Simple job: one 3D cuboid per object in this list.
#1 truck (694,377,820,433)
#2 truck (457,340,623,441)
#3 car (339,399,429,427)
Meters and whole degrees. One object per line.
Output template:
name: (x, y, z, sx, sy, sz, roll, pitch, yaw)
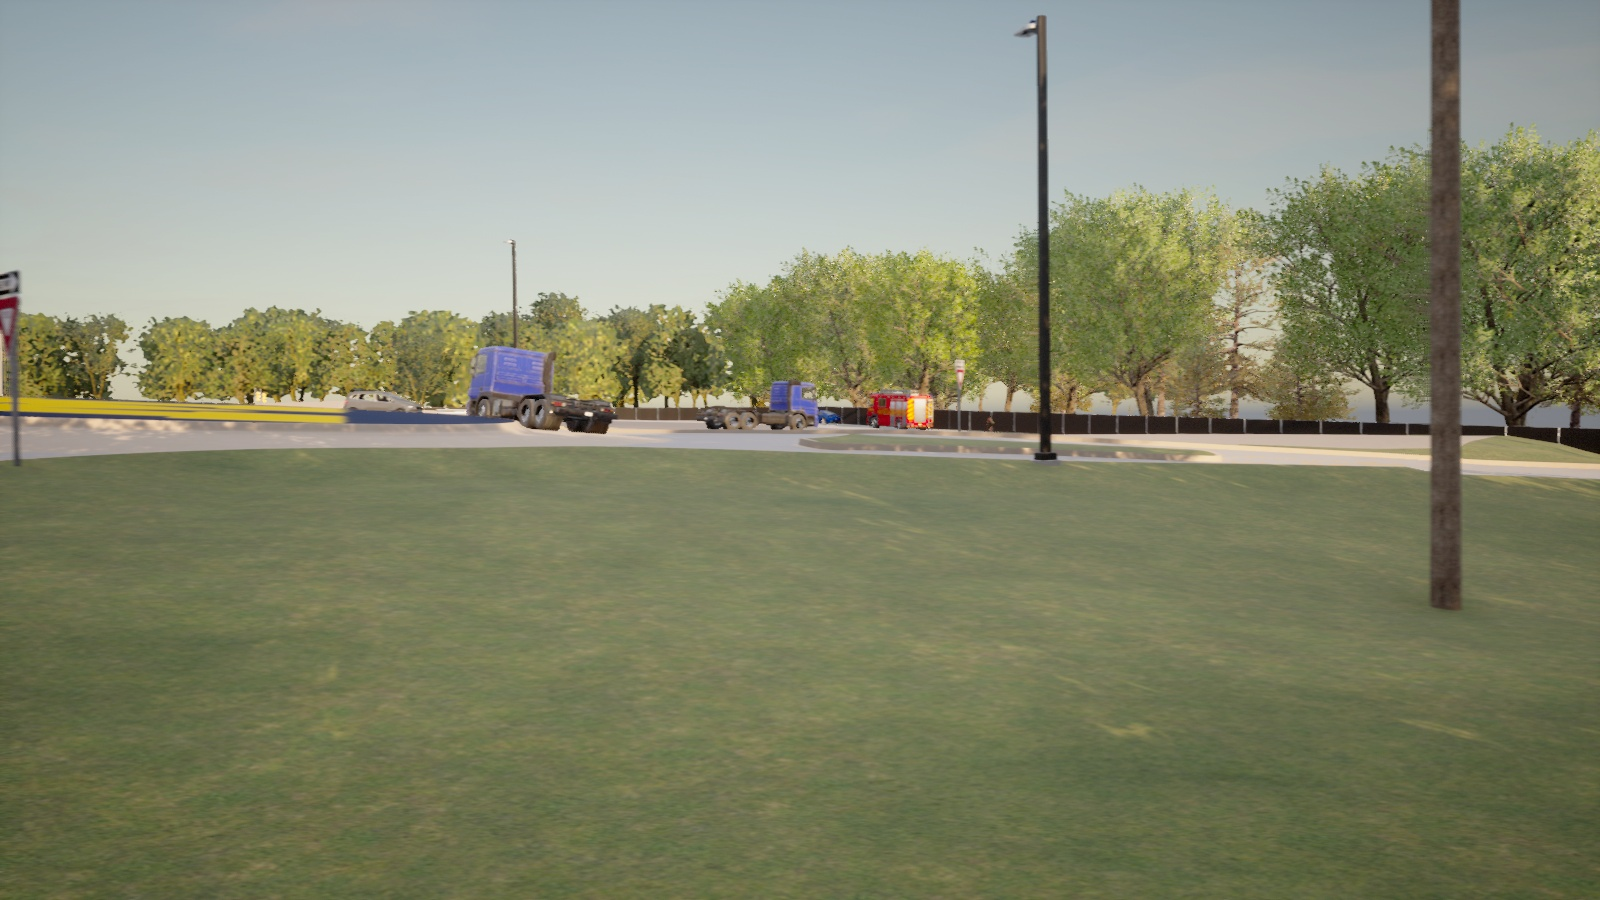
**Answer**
truck: (-2.807, -2.909, 82.696, 7.936, 3.462, 2.891, 0, 1, -34)
truck: (-10.464, -2.222, 49.820, 2.891, 3.462, 7.936, 6, -3, -39)
car: (-25.144, -2.213, 75.982, 4.611, 1.667, 2.242, 0, 1, 6)
